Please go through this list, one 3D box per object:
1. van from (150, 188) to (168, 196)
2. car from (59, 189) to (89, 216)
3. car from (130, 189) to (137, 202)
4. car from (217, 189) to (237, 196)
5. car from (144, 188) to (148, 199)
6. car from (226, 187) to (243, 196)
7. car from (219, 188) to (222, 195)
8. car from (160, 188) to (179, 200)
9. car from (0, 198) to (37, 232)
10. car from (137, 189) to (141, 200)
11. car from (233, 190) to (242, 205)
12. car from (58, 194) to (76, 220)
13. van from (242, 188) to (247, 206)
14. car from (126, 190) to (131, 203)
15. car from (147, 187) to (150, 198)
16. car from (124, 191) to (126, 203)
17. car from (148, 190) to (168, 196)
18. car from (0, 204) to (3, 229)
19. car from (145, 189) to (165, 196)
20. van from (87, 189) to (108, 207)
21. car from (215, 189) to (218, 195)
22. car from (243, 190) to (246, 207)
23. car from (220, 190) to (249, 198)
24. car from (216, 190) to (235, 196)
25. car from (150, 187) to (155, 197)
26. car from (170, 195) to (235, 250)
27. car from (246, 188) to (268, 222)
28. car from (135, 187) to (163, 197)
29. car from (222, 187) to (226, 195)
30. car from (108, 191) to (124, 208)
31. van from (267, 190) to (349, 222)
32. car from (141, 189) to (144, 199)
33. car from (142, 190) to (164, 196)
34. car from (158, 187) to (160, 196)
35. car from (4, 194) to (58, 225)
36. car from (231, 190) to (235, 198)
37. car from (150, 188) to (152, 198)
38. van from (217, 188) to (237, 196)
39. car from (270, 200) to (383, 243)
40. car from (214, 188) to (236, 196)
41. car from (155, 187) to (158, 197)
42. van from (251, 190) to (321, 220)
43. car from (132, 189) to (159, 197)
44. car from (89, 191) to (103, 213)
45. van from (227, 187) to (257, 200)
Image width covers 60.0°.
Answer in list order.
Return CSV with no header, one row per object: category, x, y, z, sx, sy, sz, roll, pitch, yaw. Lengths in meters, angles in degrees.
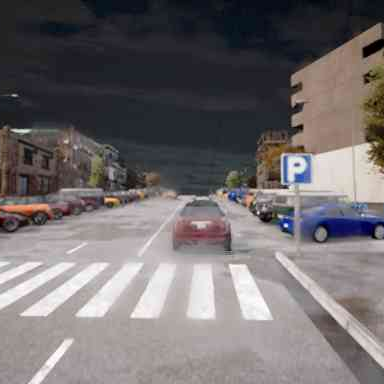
van,-8.942,0.011,89.827,4.442,1.987,1.878,-1,0,-18
car,-10.441,0.913,25.310,4.553,1.767,2.185,-1,1,-19
car,-10.144,0.692,42.939,5.008,1.535,2.097,-1,1,-19
car,8.759,0.116,83.734,4.553,1.767,2.185,1,0,-18
car,-9.932,0.518,51.739,5.008,1.535,2.097,-1,1,-19
car,7.626,0.501,41.829,5.566,2.045,2.435,0,1,-18
car,7.828,0.454,56.761,5.366,1.575,1.946,0,1,-18
car,-3.533,0.362,53.835,2.097,1.767,4.553,0,1,2
car,-10.581,1.243,16.471,4.792,1.488,2.163,-1,1,-19
car,-10.068,0.635,45.872,4.892,1.521,2.231,-1,1,-19
car,7.367,0.874,35.805,4.892,1.521,2.231,0,2,-18
car,-10.544,1.128,22.346,4.792,1.488,2.163,-1,1,-19
van,7.200,0.768,29.836,4.442,1.987,1.878,0,1,-17
car,-10.169,0.779,40.012,4.792,1.488,2.163,-1,1,-19
car,-9.838,0.338,54.676,4.553,1.767,2.185,-1,1,-19
car,-10.265,0.808,37.068,5.008,1.535,2.097,-1,1,-19
car,-8.936,0.221,86.931,5.008,1.535,2.097,-1,0,-18
car,-10.653,1.312,13.510,4.674,1.452,2.002,-1,1,-19
car,-9.092,0.085,81.071,4.553,1.767,2.185,-1,0,-18
van,-10.482,0.700,31.154,4.442,1.987,1.878,-1,1,-19
car,8.422,0.241,77.694,5.366,1.575,1.946,1,0,-18
car,6.913,0.928,26.793,4.553,1.767,2.185,0,1,-17
car,8.419,0.328,65.852,5.366,1.575,1.946,1,0,-18
car,9.017,0.292,89.734,4.792,1.488,2.163,1,-1,-18
car,-9.689,0.240,60.540,4.553,1.767,2.185,-1,1,-18
car,0.406,1.164,13.514,2.097,1.767,4.553,0,1,2
car,6.622,0.922,20.791,5.566,2.045,2.435,1,2,-17
car,-9.421,-0.008,72.253,5.566,2.045,2.435,-1,1,-18
car,7.812,0.380,47.843,5.566,2.045,2.435,0,1,-18
car,-10.138,0.859,34.193,5.366,1.575,1.946,-1,1,-19
van,6.610,1.009,17.848,4.442,1.987,1.878,0,1,-17
car,-9.998,0.578,48.803,4.892,1.521,2.231,-1,1,-19
car,-9.208,0.217,78.135,4.892,1.521,2.231,-1,0,-18
car,-9.565,0.293,66.403,5.008,1.535,2.097,-1,1,-18
car,-10.535,1.030,19.412,4.553,1.767,2.185,-1,1,-19
car,7.507,0.842,38.822,4.792,1.488,2.163,0,1,-18
car,-9.798,0.451,57.612,4.674,1.452,2.002,-1,1,-18
van,8.584,0.012,80.706,4.442,1.987,1.878,1,0,-18
car,6.343,1.293,14.822,5.008,1.535,2.097,0,1,-17
car,9.075,0.031,92.698,5.566,2.045,2.435,1,0,-18
car,-9.633,0.325,63.472,5.008,1.535,2.097,-1,1,-18
van,6.687,0.887,23.761,4.442,1.987,1.878,0,2,-17
car,-9.652,0.262,69.279,5.366,1.575,1.946,-1,1,-18
car,-10.427,0.981,28.256,5.008,1.535,2.097,-1,1,-19
van,8.042,0.288,53.862,4.442,1.987,1.878,0,1,-18
